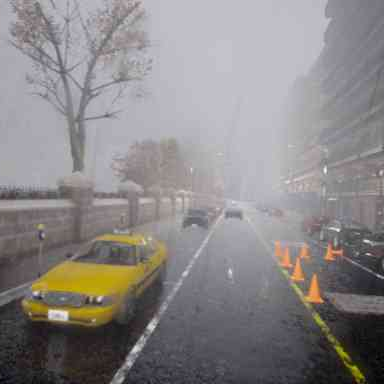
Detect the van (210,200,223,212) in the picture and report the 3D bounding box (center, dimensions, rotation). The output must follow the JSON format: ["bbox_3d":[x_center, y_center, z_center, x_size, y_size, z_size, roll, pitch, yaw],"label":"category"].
[{"bbox_3d":[3.897,2.178,52.126,1.690,1.788,3.998,3,-1,7],"label":"van"}]

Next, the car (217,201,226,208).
[{"bbox_3d":[6.641,2.840,74.471,1.947,1.339,4.313,3,-1,7],"label":"car"}]

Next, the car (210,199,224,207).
[{"bbox_3d":[2.515,2.059,40.950,1.967,1.590,4.097,3,-1,7],"label":"car"}]

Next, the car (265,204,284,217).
[{"bbox_3d":[11.502,2.720,45.503,1.802,1.307,4.206,3,-1,7],"label":"car"}]

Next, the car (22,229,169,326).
[{"bbox_3d":[-1.646,1.528,7.260,1.752,1.417,4.829,3,-1,7],"label":"car"}]

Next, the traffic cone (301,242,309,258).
[{"bbox_3d":[4.554,2.348,13.524,0.340,0.580,0.340,3,-1,7],"label":"traffic cone"}]

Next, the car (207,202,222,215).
[{"bbox_3d":[1.820,2.056,35.363,1.887,1.381,4.507,3,-1,7],"label":"car"}]

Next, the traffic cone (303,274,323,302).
[{"bbox_3d":[2.828,2.191,7.693,0.340,0.580,0.340,3,-1,7],"label":"traffic cone"}]

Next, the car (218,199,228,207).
[{"bbox_3d":[8.032,2.812,85.648,2.192,1.841,5.009,3,-1,7],"label":"car"}]

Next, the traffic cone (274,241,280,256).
[{"bbox_3d":[3.563,2.299,13.647,0.340,0.580,0.340,3,-1,7],"label":"traffic cone"}]

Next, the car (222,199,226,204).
[{"bbox_3d":[3.209,2.043,46.539,2.192,1.841,5.009,3,-1,7],"label":"car"}]

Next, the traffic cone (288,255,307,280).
[{"bbox_3d":[3.073,2.227,9.678,0.340,0.580,0.340,3,-1,7],"label":"traffic cone"}]

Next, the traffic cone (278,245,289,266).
[{"bbox_3d":[3.318,2.263,11.662,0.340,0.580,0.340,3,-1,7],"label":"traffic cone"}]

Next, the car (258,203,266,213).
[{"bbox_3d":[12.887,2.797,56.680,1.967,1.590,4.097,3,-1,7],"label":"car"}]

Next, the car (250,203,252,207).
[{"bbox_3d":[16.331,3.348,84.614,1.967,1.590,4.097,3,-1,7],"label":"car"}]

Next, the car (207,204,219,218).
[{"bbox_3d":[1.129,1.991,29.778,1.802,1.307,4.206,3,-1,7],"label":"car"}]

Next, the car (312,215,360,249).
[{"bbox_3d":[8.058,2.168,17.571,2.008,1.369,4.403,3,-1,7],"label":"car"}]

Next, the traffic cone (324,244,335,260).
[{"bbox_3d":[5.545,2.397,13.402,0.340,0.580,0.340,3,-1,7],"label":"traffic cone"}]

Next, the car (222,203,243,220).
[{"bbox_3d":[4.510,2.255,35.792,1.895,1.301,4.718,3,-1,7],"label":"car"}]

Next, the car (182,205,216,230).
[{"bbox_3d":[0.441,1.874,24.191,1.947,1.339,4.313,3,-1,7],"label":"car"}]

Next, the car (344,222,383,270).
[{"bbox_3d":[7.368,2.083,11.983,1.947,1.339,4.313,3,-1,7],"label":"car"}]

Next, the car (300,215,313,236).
[{"bbox_3d":[8.749,2.263,23.158,1.887,1.381,4.507,3,-1,7],"label":"car"}]

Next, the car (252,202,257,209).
[{"bbox_3d":[14.947,3.251,73.440,1.947,1.339,4.313,3,-1,7],"label":"car"}]

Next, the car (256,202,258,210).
[{"bbox_3d":[13.569,3.047,62.265,1.802,1.307,4.206,3,-1,7],"label":"car"}]
